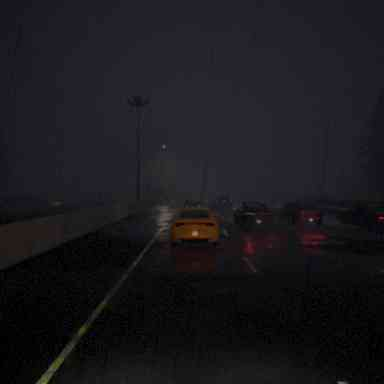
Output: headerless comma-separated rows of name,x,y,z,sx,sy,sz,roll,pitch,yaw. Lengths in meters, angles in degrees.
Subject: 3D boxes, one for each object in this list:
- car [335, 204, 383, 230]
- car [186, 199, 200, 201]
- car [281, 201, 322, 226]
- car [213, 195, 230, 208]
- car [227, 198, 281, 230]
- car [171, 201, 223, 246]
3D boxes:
car,10.614,1.435,20.091,2.033,1.411,5.357,0,0,0
car,0.122,1.406,35.004,1.895,1.301,4.718,0,0,0
car,7.116,1.381,22.311,1.837,1.490,4.892,0,1,0
car,3.617,1.131,39.710,2.097,1.767,4.553,0,0,0
car,3.613,1.377,20.343,2.128,1.511,4.902,0,0,0
car,0.111,1.395,14.953,1.882,1.535,5.008,0,0,0
